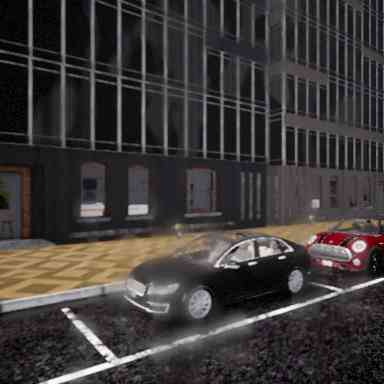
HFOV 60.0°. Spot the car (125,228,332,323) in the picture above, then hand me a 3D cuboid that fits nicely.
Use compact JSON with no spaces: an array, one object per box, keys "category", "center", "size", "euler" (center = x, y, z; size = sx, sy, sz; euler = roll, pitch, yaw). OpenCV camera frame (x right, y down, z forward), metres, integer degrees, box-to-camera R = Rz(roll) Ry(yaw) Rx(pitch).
[{"category":"car","center":[0.758,1.559,7.100],"size":[4.403,1.369,2.008],"euler":[0,0,-35]}]

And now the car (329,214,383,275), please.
[{"category":"car","center":[5.393,1.456,10.406],"size":[4.097,1.590,1.967],"euler":[0,0,-35]}]
